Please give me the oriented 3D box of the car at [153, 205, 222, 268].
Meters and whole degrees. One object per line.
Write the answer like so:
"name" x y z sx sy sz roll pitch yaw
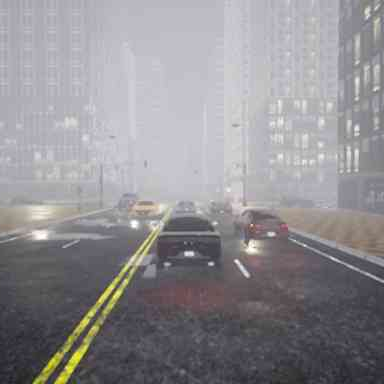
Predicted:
"car" -0.117 1.444 11.184 1.882 1.535 5.008 0 1 -1

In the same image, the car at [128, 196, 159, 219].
"car" -3.920 1.388 28.748 1.882 1.535 5.008 0 0 -1

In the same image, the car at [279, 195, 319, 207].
"car" 15.191 1.351 48.455 5.009 1.841 2.192 0 1 0

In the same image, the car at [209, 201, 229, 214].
"car" 2.688 1.490 32.321 1.895 1.301 4.718 0 0 -1

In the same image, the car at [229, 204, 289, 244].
"car" 3.040 1.475 15.285 1.812 1.442 4.674 0 0 -1

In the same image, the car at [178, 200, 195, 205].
"car" -0.499 1.451 29.397 2.033 1.411 5.357 0 0 -1

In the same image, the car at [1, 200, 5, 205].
"car" -29.424 1.273 48.147 4.206 1.307 1.802 0 1 0

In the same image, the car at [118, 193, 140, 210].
"car" -7.326 1.091 39.723 2.150 2.045 5.566 0 0 -1

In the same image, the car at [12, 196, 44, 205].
"car" -23.738 1.302 48.138 4.313 1.339 1.947 0 1 0

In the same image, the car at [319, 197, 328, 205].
"car" 20.618 1.442 56.862 4.829 1.417 1.752 0 1 0
